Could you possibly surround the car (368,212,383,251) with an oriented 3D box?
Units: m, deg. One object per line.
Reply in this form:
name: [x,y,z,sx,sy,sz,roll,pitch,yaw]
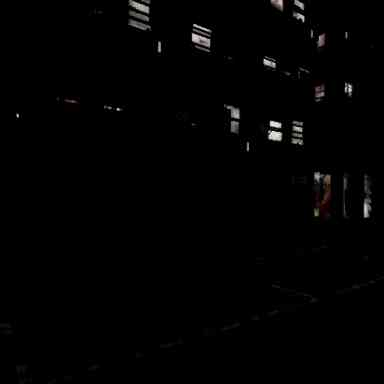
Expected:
car: [8.863,1.317,12.859,5.009,1.841,2.192,0,1,-35]
